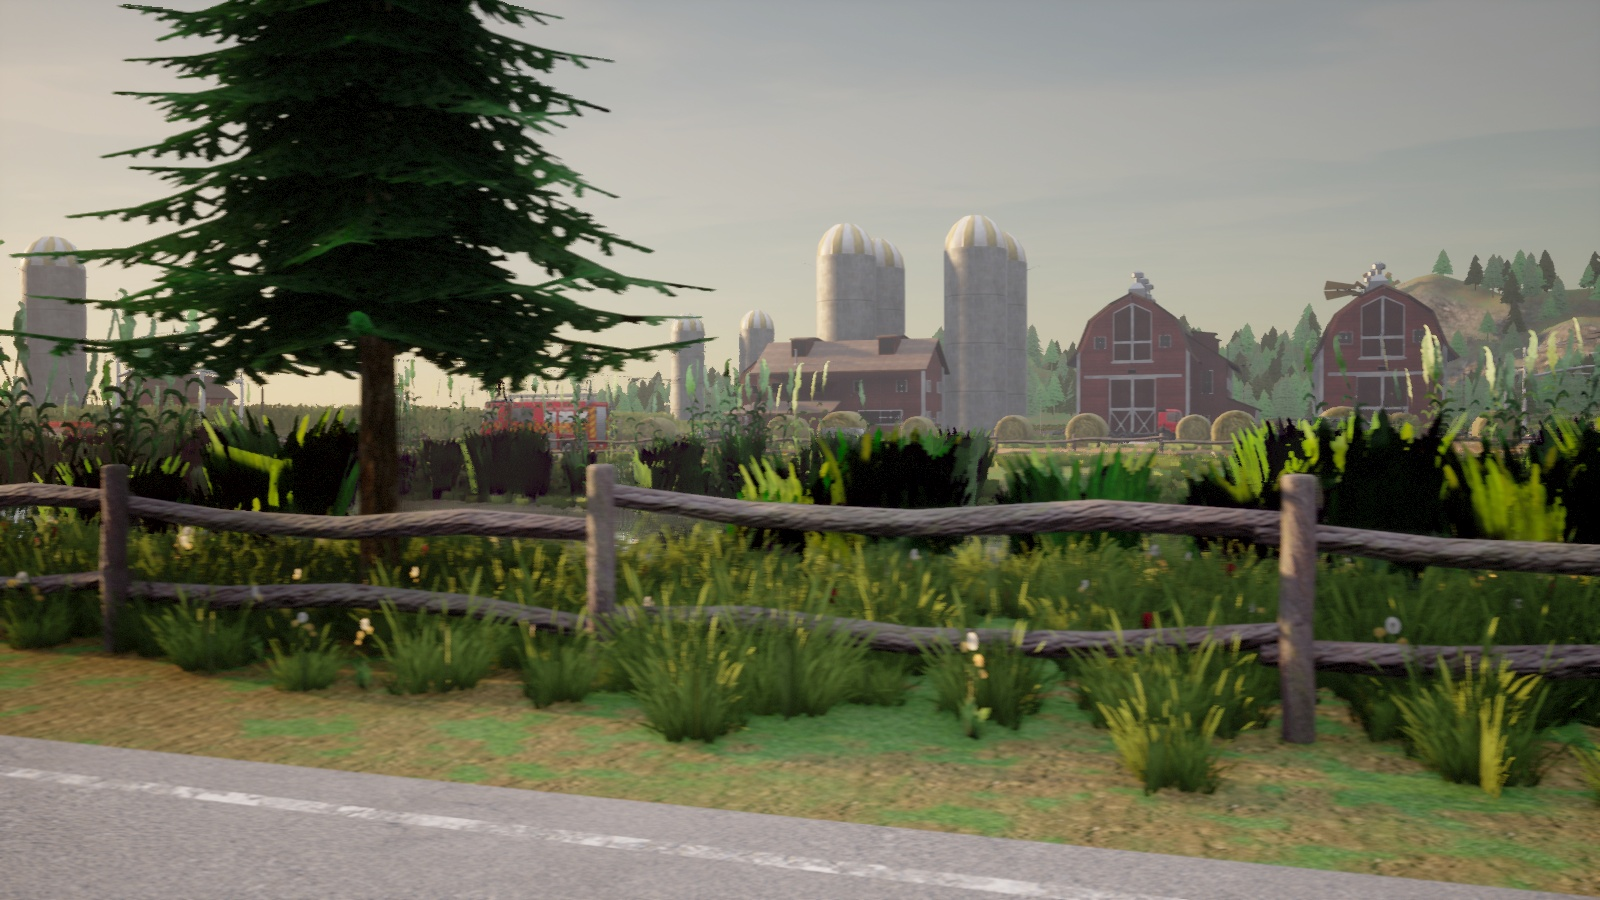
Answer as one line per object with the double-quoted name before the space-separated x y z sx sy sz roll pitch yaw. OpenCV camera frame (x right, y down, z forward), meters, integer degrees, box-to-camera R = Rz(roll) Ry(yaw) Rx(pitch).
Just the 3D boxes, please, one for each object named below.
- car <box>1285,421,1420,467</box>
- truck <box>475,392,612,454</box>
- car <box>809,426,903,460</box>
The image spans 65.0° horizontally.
"car" 25.331 -0.315 57.674 5.566 2.045 2.150 1 1 24
"truck" -16.345 -1.711 79.905 8.468 3.827 2.891 1 1 24
"car" 3.006 -0.417 67.542 4.553 1.767 2.097 1 1 24
